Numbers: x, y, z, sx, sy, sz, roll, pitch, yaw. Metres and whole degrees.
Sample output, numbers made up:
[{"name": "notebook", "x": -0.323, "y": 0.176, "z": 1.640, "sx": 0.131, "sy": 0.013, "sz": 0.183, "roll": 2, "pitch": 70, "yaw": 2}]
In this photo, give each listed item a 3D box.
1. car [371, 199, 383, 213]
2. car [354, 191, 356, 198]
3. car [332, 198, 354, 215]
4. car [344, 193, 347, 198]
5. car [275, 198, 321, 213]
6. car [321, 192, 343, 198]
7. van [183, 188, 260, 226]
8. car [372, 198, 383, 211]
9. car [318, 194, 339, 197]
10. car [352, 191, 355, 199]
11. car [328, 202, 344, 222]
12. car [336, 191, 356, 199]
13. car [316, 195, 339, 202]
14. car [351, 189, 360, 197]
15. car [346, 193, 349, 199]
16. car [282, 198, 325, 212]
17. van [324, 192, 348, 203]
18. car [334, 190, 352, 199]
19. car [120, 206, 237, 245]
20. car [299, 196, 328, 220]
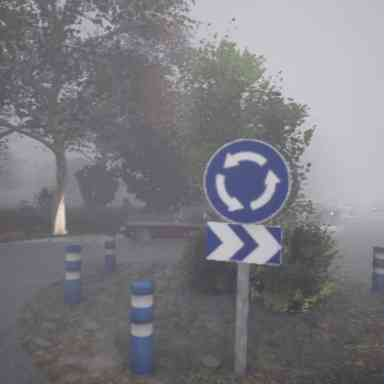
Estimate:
[{"name": "car", "x": 24.915, "y": 2.131, "z": 44.217, "sx": 2.033, "sy": 1.411, "sz": 5.357, "roll": 3, "pitch": 2, "yaw": 30}, {"name": "car", "x": 35.711, "y": 1.124, "z": 79.316, "sx": 4.892, "sy": 1.521, "sz": 2.231, "roll": 3, "pitch": 3, "yaw": 30}, {"name": "car", "x": 18.387, "y": 1.919, "z": 40.178, "sx": 1.812, "sy": 1.442, "sz": 4.674, "roll": 3, "pitch": 2, "yaw": 31}, {"name": "car", "x": 25.752, "y": 1.491, "z": 62.418, "sx": 5.008, "sy": 1.535, "sz": 2.097, "roll": 3, "pitch": 3, "yaw": 30}, {"name": "car", "x": 13.010, "y": 1.617, "z": 40.795, "sx": 5.008, "sy": 1.535, "sz": 2.097, "roll": 3, "pitch": 1, "yaw": 30}, {"name": "car", "x": 21.482, "y": 1.356, "z": 55.221, "sx": 5.566, "sy": 2.045, "sz": 2.435, "roll": 3, "pitch": 2, "yaw": 30}, {"name": "van", "x": 1.888, "y": 0.903, "z": 21.602, "sx": 4.442, "sy": 1.987, "sz": 1.878, "roll": 4, "pitch": 0, "yaw": 30}, {"name": "car", "x": 29.639, "y": 1.877, "z": 52.217, "sx": 2.097, "sy": 1.767, "sz": 4.553, "roll": 3, "pitch": 2, "yaw": 30}, {"name": "car", "x": 20.076, "y": 1.630, "z": 52.814, "sx": 5.008, "sy": 1.535, "sz": 2.097, "roll": 3, "pitch": 2, "yaw": 30}, {"name": "car", "x": 34.297, "y": 1.176, "z": 76.917, "sx": 5.008, "sy": 1.535, "sz": 2.097, "roll": 3, "pitch": 3, "yaw": 30}, {"name": "car", "x": 11.527, "y": 1.797, "z": 28.549, "sx": 1.895, "sy": 1.301, "sz": 4.718, "roll": 3, "pitch": 0, "yaw": 31}, {"name": "car", "x": 39.993, "y": 0.838, "z": 86.485, "sx": 4.553, "sy": 1.767, "sz": 2.185, "roll": 3, "pitch": 3, "yaw": 30}, {"name": "car", "x": 18.824, "y": 1.651, "z": 50.315, "sx": 5.366, "sy": 1.575, "sz": 1.946, "roll": 3, "pitch": 2, "yaw": 30}, {"name": "car", "x": 38.580, "y": 0.767, "z": 84.085, "sx": 5.566, "sy": 2.045, "sz": 2.435, "roll": 3, "pitch": 3, "yaw": 30}, {"name": "car", "x": 27.066, "y": 1.425, "z": 65.019, "sx": 5.366, "sy": 1.575, "sz": 1.946, "roll": 3, "pitch": 3, "yaw": 30}, {"name": "car", "x": 14.491, "y": 1.638, "z": 43.309, "sx": 4.892, "sy": 1.521, "sz": 2.231, "roll": 3, "pitch": 1, "yaw": 30}, {"name": "van", "x": 30.163, "y": 1.113, "z": 69.653, "sx": 4.442, "sy": 1.987, "sz": 1.878, "roll": 3, "pitch": 3, "yaw": 30}, {"name": "car", "x": 28.673, "y": 1.136, "z": 67.298, "sx": 5.566, "sy": 2.045, "sz": 2.435, "roll": 3, "pitch": 3, "yaw": 30}, {"name": "car", "x": -0.276, "y": 1.260, "z": 12.670, "sx": 4.718, "sy": 1.301, "sz": 1.895, "roll": 2, "pitch": 3, "yaw": -3}, {"name": "car", "x": 6.360, "y": 1.253, "z": 19.705, "sx": 2.097, "sy": 1.767, "sz": 4.553, "roll": 3, "pitch": 0, "yaw": 30}]
